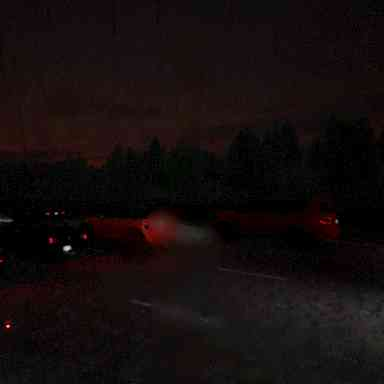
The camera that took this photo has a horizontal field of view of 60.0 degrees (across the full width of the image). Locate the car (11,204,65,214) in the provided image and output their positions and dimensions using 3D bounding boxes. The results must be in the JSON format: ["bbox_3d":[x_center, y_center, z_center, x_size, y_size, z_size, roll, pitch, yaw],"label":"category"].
[{"bbox_3d":[-11.774,1.594,25.281,5.357,1.411,2.033,0,0,35],"label":"car"}]

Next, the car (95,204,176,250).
[{"bbox_3d":[-2.966,1.373,14.703,4.553,1.767,2.097,0,0,35],"label":"car"}]

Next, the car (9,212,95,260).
[{"bbox_3d":[-6.049,1.624,12.604,4.718,1.301,1.895,0,0,35],"label":"car"}]

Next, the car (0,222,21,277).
[{"bbox_3d":[-6.655,1.545,8.737,4.674,1.442,1.812,0,0,35],"label":"car"}]

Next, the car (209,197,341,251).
[{"bbox_3d":[3.427,1.233,14.444,5.566,2.045,2.150,0,0,35],"label":"car"}]
